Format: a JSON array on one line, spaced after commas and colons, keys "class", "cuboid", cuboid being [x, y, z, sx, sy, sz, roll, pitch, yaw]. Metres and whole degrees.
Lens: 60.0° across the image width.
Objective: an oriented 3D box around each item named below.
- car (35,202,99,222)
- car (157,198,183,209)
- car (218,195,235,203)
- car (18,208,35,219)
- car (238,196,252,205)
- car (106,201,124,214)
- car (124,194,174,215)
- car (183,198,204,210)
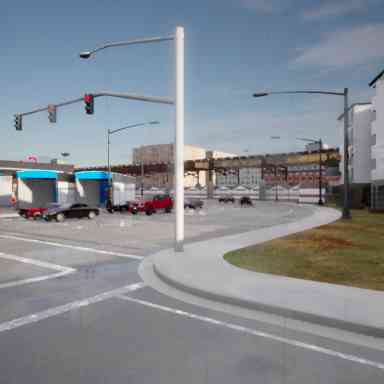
[{"class": "car", "cuboid": [-9.567, 1.526, 26.468, 1.812, 1.442, 4.674, 0, 0, 36]}, {"class": "car", "cuboid": [-2.927, 1.547, 46.016, 2.033, 1.411, 5.357, 0, 0, 15]}, {"class": "car", "cuboid": [7.106, 1.356, 69.267, 2.097, 1.767, 4.553, 0, 0, -18]}, {"class": "car", "cuboid": [-12.270, 1.601, 28.650, 1.895, 1.301, 4.718, 0, 0, 37]}, {"class": "car", "cuboid": [9.037, 1.505, 57.351, 1.837, 1.490, 4.892, 0, 0, 0]}, {"class": "car", "cuboid": [-7.084, 1.601, 36.209, 1.895, 1.301, 4.718, 0, 0, 30]}, {"class": "car", "cuboid": [-4.104, 1.221, 34.405, 2.150, 2.045, 5.566, 0, 0, 30]}, {"class": "car", "cuboid": [0.148, 1.547, 44.088, 2.033, 1.411, 5.357, 0, 0, 16]}]
